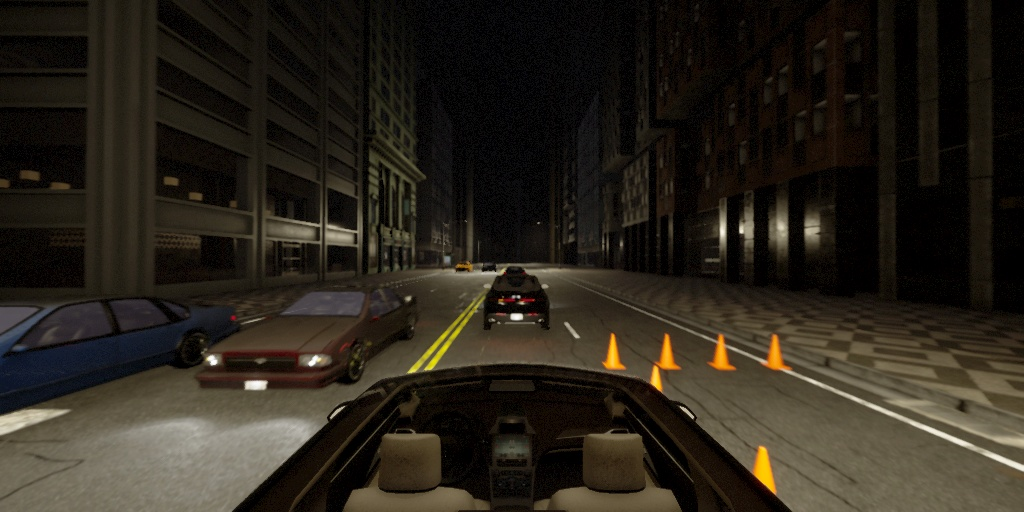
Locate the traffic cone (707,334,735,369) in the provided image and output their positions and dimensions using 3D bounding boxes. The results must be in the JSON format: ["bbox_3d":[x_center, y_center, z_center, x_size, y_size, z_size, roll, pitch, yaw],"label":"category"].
[{"bbox_3d":[3.876,1.748,6.654,0.340,0.580,0.340,0,0,0],"label":"traffic cone"}]

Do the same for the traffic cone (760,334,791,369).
[{"bbox_3d":[4.876,1.752,6.650,0.340,0.580,0.340,0,0,0],"label":"traffic cone"}]

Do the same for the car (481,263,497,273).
[{"bbox_3d":[-3.138,1.611,50.306,1.994,1.385,4.181,0,0,1],"label":"car"}]

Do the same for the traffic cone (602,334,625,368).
[{"bbox_3d":[1.876,1.741,6.662,0.340,0.580,0.340,0,0,0],"label":"traffic cone"}]

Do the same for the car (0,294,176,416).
[{"bbox_3d":[-6.596,1.294,5.136,2.033,1.411,5.357,0,0,0],"label":"car"}]

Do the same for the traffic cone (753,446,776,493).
[{"bbox_3d":[1.861,1.717,2.662,0.340,0.580,0.340,0,0,0],"label":"traffic cone"}]

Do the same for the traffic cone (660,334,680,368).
[{"bbox_3d":[2.876,1.745,6.658,0.340,0.580,0.340,0,0,0],"label":"traffic cone"}]

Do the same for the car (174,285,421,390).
[{"bbox_3d":[-3.336,1.319,7.349,2.033,1.411,5.357,0,0,0],"label":"car"}]

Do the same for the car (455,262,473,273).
[{"bbox_3d":[-6.401,1.499,48.167,1.882,1.535,5.008,0,-1,1],"label":"car"}]

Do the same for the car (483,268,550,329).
[{"bbox_3d":[0.129,1.314,11.519,1.837,1.490,4.892,0,0,0],"label":"car"}]

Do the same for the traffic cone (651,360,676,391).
[{"bbox_3d":[1.869,1.729,4.662,0.340,0.580,0.340,0,0,0],"label":"traffic cone"}]

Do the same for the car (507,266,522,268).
[{"bbox_3d":[0.198,1.489,29.457,1.994,1.385,4.181,0,0,0],"label":"car"}]
